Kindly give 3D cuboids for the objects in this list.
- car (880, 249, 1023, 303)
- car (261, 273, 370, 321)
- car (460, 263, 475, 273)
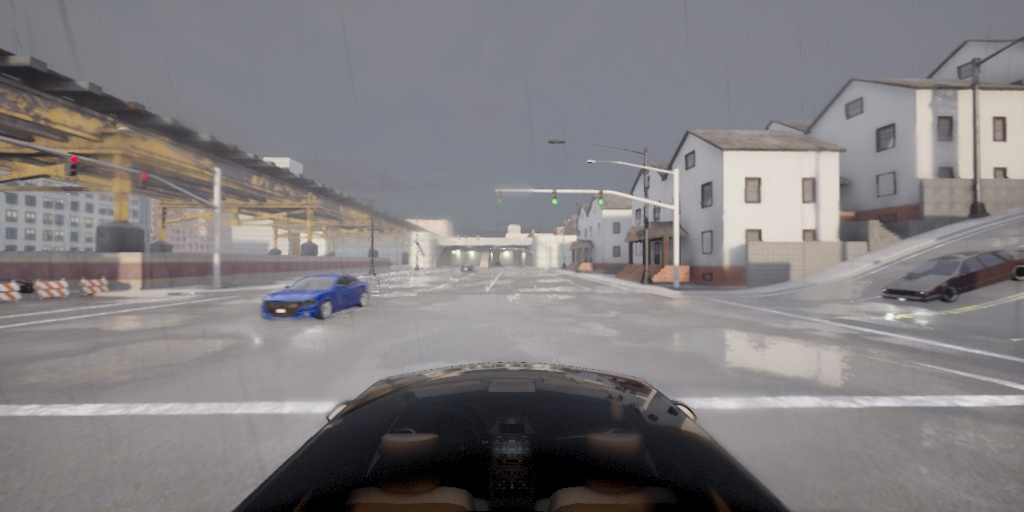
[{"bbox_3d":[18.572,0.684,14.921,5.357,1.411,2.033,-16,0,-1],"label":"car"},{"bbox_3d":[-7.000,1.414,13.347,1.882,1.535,5.008,0,-1,0],"label":"car"},{"bbox_3d":[-7.021,1.830,56.695,2.128,1.511,4.902,0,0,0],"label":"car"}]
